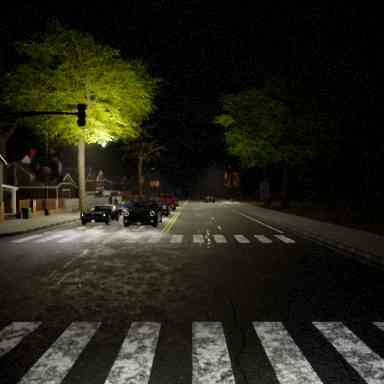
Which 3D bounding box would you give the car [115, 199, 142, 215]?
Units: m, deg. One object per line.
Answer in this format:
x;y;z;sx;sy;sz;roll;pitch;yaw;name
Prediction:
-6.419;1.515;34.193;1.812;1.442;4.674;0;0;0;car

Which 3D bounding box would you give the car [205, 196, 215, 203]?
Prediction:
3.677;1.500;67.636;1.837;1.490;4.892;0;0;1;car

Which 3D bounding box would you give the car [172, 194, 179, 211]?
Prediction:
-3.143;1.211;41.216;2.150;2.045;5.566;0;0;1;car

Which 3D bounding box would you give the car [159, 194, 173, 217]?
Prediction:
-3.193;1.341;31.381;2.097;1.767;4.553;0;0;0;car

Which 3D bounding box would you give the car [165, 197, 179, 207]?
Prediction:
-3.056;1.496;51.655;1.837;1.490;4.892;0;0;1;car

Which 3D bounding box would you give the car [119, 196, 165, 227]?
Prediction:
-3.238;1.343;22.524;2.097;1.767;4.553;0;0;0;car

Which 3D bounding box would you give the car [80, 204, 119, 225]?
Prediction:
-6.479;1.591;24.021;1.895;1.301;4.718;0;0;0;car

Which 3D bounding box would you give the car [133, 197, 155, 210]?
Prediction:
-6.369;1.482;44.633;2.128;1.511;4.902;0;0;1;car
